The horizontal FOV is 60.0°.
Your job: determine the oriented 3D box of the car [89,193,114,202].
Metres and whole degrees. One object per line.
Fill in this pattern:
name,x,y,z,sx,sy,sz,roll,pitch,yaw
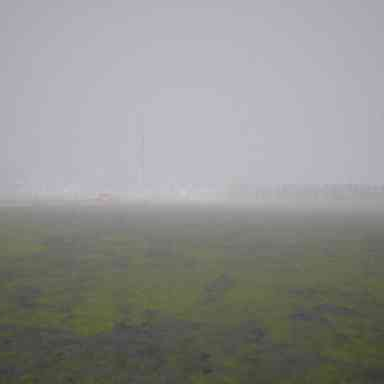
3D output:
car,-16.686,0.986,61.142,2.097,1.767,4.553,1,0,36
